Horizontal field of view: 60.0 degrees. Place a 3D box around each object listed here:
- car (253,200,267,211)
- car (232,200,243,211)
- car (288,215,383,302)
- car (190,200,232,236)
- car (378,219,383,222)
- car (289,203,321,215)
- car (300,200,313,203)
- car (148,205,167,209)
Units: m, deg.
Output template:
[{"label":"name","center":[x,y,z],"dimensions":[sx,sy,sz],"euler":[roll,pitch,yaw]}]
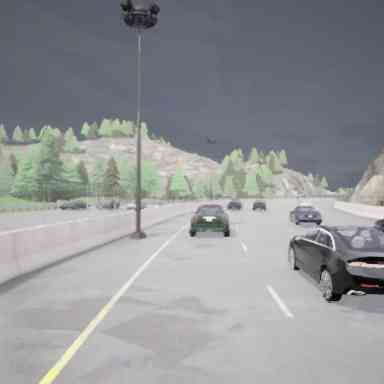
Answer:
[{"label":"car","center":[10.411,2.007,50.695],"dimensions":[1.837,1.490,4.892],"euler":[-1,-1,16]},{"label":"car","center":[6.612,1.974,50.075],"dimensions":[1.837,1.490,4.892],"euler":[-1,-1,16]},{"label":"car","center":[3.830,1.592,8.440],"dimensions":[2.128,1.511,4.902],"euler":[0,0,3]},{"label":"car","center":[1.146,1.527,19.825],"dimensions":[2.097,1.767,4.553],"euler":[0,-1,6]},{"label":"car","center":[11.477,1.797,17.735],"dimensions":[1.994,1.385,4.181],"euler":[0,0,6]},{"label":"car","center":[8.934,1.835,26.438],"dimensions":[2.033,1.411,5.357],"euler":[0,0,9]},{"label":"car","center":[18.890,2.123,54.784],"dimensions":[1.812,1.442,4.674],"euler":[0,-1,18]},{"label":"car","center":[-5.031,1.960,47.046],"dimensions":[1.895,1.301,4.718],"euler":[0,0,14]}]
